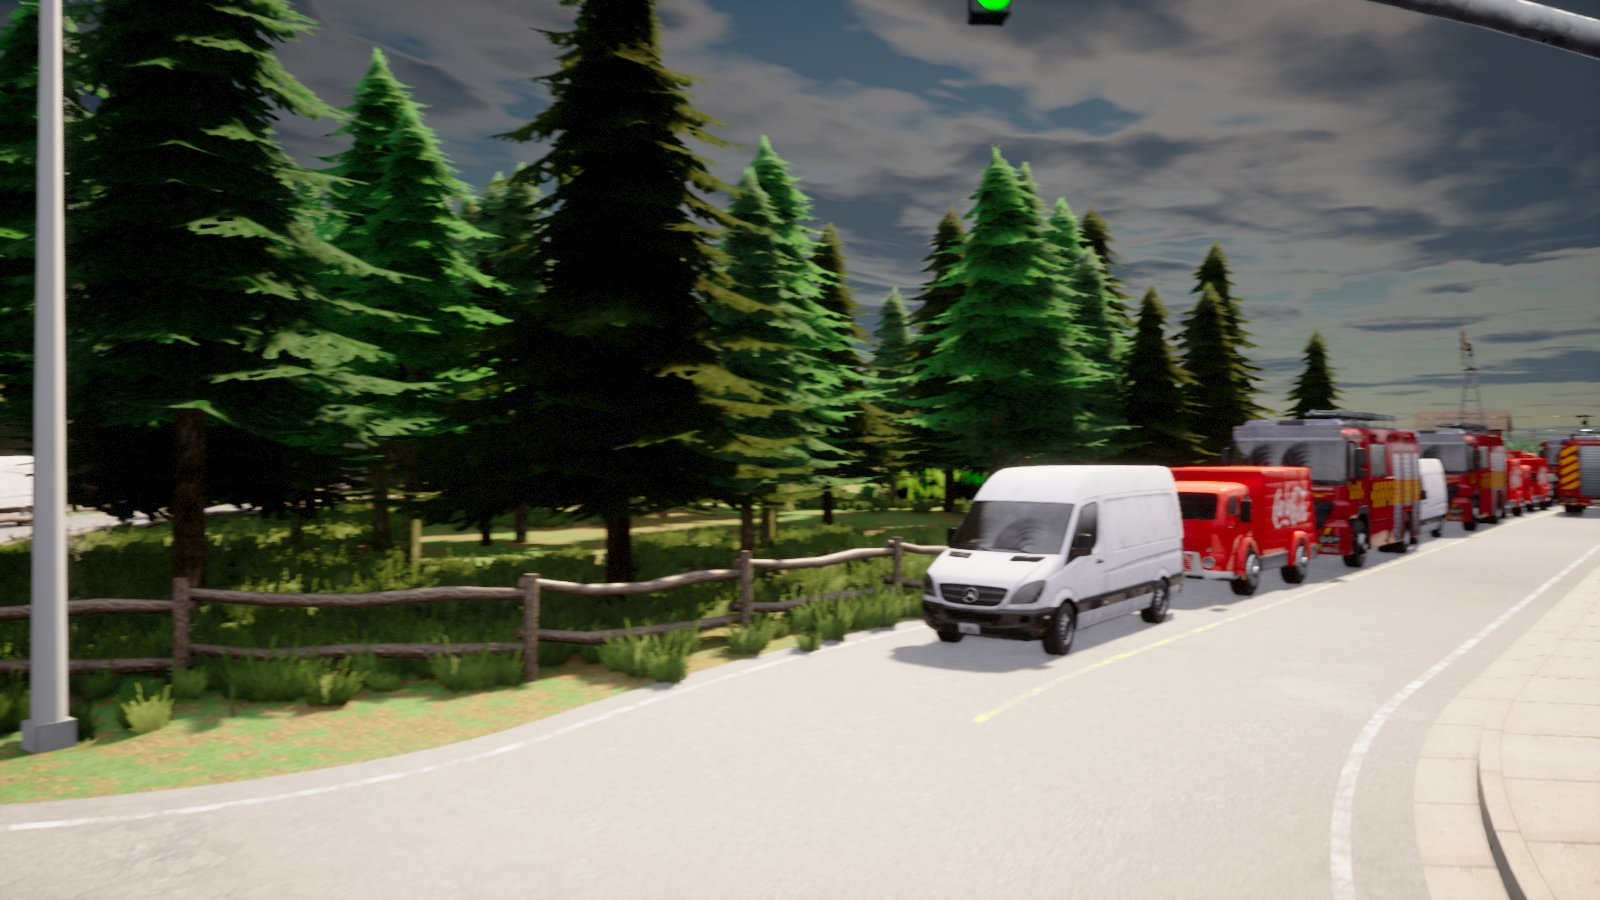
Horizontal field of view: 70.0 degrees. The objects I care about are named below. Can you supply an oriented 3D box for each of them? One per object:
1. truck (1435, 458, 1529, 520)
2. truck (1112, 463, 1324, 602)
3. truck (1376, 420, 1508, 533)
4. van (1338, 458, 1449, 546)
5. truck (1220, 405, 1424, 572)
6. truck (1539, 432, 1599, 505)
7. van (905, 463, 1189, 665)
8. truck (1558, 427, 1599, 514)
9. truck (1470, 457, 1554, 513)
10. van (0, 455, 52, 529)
[{"bbox_3d":[29.260,1.585,48.932,2.627,2.467,5.204,0,0,40],"label":"truck"},{"bbox_3d":[8.844,1.552,23.861,2.627,2.467,5.204,0,0,39],"label":"truck"},{"bbox_3d":[24.270,0.900,42.933,2.891,3.827,8.468,0,0,39],"label":"truck"},{"bbox_3d":[19.015,1.541,36.444,1.988,2.561,5.915,0,0,39],"label":"van"},{"bbox_3d":[14.072,0.888,30.347,2.891,3.827,8.468,0,0,39],"label":"truck"},{"bbox_3d":[43.195,0.940,63.899,2.891,3.827,8.468,0,0,31],"label":"truck"},{"bbox_3d":[4.065,1.513,17.803,1.988,2.561,5.915,0,0,37],"label":"van"},{"bbox_3d":[37.934,0.927,53.683,2.891,3.827,8.468,0,0,40],"label":"truck"},{"bbox_3d":[33.910,1.591,54.343,2.627,2.467,5.204,0,0,41],"label":"truck"},{"bbox_3d":[-28.865,1.473,39.482,1.988,2.561,5.915,0,0,2],"label":"van"}]
